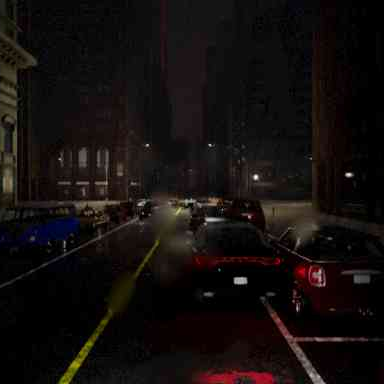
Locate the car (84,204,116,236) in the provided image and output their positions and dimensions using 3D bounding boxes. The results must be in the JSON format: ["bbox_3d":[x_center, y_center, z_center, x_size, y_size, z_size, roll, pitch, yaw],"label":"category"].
[{"bbox_3d":[-5.796,1.514,18.403,1.752,1.417,4.829,0,0,0],"label":"car"}]

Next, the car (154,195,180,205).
[{"bbox_3d":[-4.537,1.355,60.110,4.553,1.767,2.097,0,0,38],"label":"car"}]

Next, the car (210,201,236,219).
[{"bbox_3d":[2.711,1.552,29.863,1.947,1.339,4.313,0,0,0],"label":"car"}]

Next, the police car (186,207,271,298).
[{"bbox_3d":[0.886,1.419,8.679,1.930,1.638,5.238,0,0,0],"label":"police car"}]

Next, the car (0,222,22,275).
[{"bbox_3d":[-5.778,1.576,7.301,1.802,1.307,4.206,0,0,0],"label":"car"}]

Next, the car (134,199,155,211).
[{"bbox_3d":[-5.832,1.537,41.120,2.008,1.369,4.403,0,0,0],"label":"car"}]

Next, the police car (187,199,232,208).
[{"bbox_3d":[0.838,1.414,18.679,1.930,1.638,5.238,0,0,0],"label":"police car"}]

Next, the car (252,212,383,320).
[{"bbox_3d":[2.747,1.435,7.318,1.967,1.590,4.097,0,0,0],"label":"car"}]

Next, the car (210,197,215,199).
[{"bbox_3d":[2.719,1.302,24.226,2.192,1.841,5.009,0,0,0],"label":"car"}]

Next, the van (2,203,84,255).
[{"bbox_3d":[-5.788,1.332,12.937,1.690,1.788,3.998,0,0,0],"label":"van"}]

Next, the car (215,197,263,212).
[{"bbox_3d":[2.728,1.304,18.590,2.192,1.841,5.009,0,0,0],"label":"car"}]

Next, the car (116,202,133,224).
[{"bbox_3d":[-5.804,1.569,24.210,1.802,1.307,4.206,0,0,0],"label":"car"}]

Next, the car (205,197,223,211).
[{"bbox_3d":[2.693,1.427,41.135,1.967,1.590,4.097,0,0,0],"label":"car"}]

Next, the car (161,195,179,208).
[{"bbox_3d":[-3.076,1.481,48.039,2.128,1.511,4.902,0,0,0],"label":"car"}]

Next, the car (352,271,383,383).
[{"bbox_3d":[2.756,1.580,1.683,1.802,1.307,4.206,0,0,0],"label":"car"}]

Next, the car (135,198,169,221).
[{"bbox_3d":[-3.141,1.492,27.142,1.837,1.490,4.892,0,0,0],"label":"car"}]

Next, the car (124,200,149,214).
[{"bbox_3d":[-5.823,1.552,35.483,1.947,1.339,4.313,0,0,0],"label":"car"}]

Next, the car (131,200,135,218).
[{"bbox_3d":[-5.814,1.552,29.847,1.947,1.339,4.313,0,0,0],"label":"car"}]

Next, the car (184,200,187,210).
[{"bbox_3d":[-0.068,1.588,42.972,1.895,1.301,4.718,0,0,0],"label":"car"}]
